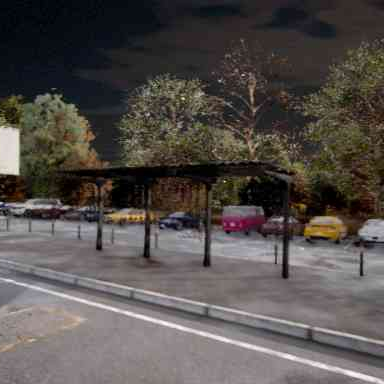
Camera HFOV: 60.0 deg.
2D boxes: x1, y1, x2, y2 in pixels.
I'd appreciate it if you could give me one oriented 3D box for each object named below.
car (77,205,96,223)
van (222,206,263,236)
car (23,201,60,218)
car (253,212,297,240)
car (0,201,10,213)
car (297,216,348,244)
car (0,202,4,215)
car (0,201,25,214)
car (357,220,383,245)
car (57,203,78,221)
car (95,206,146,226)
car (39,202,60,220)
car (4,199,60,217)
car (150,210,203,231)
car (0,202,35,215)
[{"bbox_3d":[-7.885,2.138,31.307,2.163,1.488,4.792,1,-2,33],"label":"car"},{"bbox_3d":[3.867,1.999,23.923,1.878,1.987,4.442,1,-2,33],"label":"van"},{"bbox_3d":[-14.917,2.040,35.765,2.097,1.535,5.008,1,-2,33],"label":"car"},{"bbox_3d":[6.135,2.284,22.323,2.002,1.452,4.674,1,-2,33],"label":"car"},{"bbox_3d":[-26.635,1.943,43.200,2.163,1.488,4.792,1,-1,33],"label":"car"},{"bbox_3d":[8.477,2.266,20.829,2.097,1.535,5.008,1,-2,33],"label":"car"},{"bbox_3d":[-19.602,1.996,38.741,2.231,1.521,4.892,1,-2,33],"label":"car"},{"bbox_3d":[-24.182,1.946,41.890,1.946,1.575,5.366,1,-2,33],"label":"car"},{"bbox_3d":[10.817,2.330,19.337,2.002,1.452,4.674,1,-2,33],"label":"car"},{"bbox_3d":[-10.236,2.087,32.781,2.231,1.521,4.892,1,-2,33],"label":"car"},{"bbox_3d":[-5.660,2.121,29.634,1.946,1.575,5.366,1,-2,33],"label":"car"},{"bbox_3d":[-12.577,2.063,34.273,2.097,1.535,5.008,1,-2,33],"label":"car"},{"bbox_3d":[-17.269,1.765,37.236,2.435,2.045,5.566,1,-2,33],"label":"car"},{"bbox_3d":[-0.897,2.204,26.779,2.163,1.488,4.792,1,-2,33],"label":"car"},{"bbox_3d":[-21.943,1.970,40.236,2.097,1.535,5.008,1,-2,33],"label":"car"}]
